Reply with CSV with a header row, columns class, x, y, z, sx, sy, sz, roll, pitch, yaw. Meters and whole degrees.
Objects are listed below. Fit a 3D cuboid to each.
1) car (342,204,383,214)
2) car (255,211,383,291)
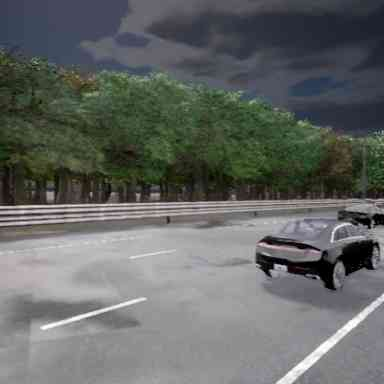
class,x,y,z,sx,sy,sz,roll,pitch,yaw
car,11.296,1.525,21.787,5.008,1.535,1.882,1,0,-45
car,3.643,1.489,9.142,2.128,1.511,4.902,1,0,44
